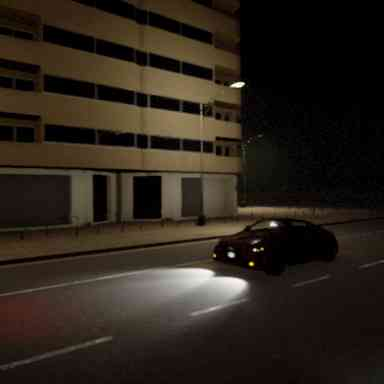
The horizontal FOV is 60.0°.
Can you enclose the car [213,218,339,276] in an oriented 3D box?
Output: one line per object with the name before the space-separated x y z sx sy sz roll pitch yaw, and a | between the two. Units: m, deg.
car | 2.667 1.511 10.276 4.181 1.385 1.994 -1 0 -37
